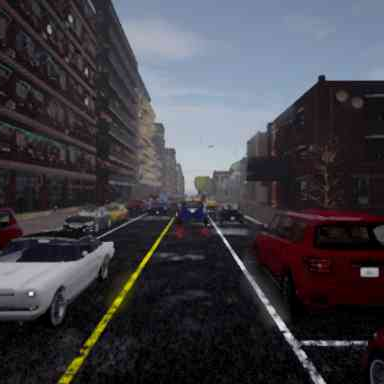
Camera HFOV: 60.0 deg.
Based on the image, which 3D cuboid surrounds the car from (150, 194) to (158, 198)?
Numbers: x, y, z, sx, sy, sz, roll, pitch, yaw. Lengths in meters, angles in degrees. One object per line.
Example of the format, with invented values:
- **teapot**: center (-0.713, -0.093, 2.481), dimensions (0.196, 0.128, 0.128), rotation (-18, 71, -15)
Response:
- **car**: center (-5.711, 1.327, 40.659), dimensions (1.967, 1.590, 4.097), rotation (0, 0, 0)

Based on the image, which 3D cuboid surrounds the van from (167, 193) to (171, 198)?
- **van**: center (-5.727, 1.176, 68.356), dimensions (1.690, 1.788, 3.998), rotation (0, 0, 0)

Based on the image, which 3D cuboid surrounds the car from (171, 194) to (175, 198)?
- **car**: center (-5.733, 1.137, 79.435), dimensions (2.192, 1.841, 5.009), rotation (0, 0, 0)

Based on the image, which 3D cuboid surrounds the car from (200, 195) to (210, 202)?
- **car**: center (2.653, 1.360, 68.531), dimensions (1.752, 1.417, 4.829), rotation (0, 0, 0)

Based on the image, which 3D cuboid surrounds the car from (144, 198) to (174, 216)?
- **car**: center (-3.057, 1.509, 31.851), dimensions (1.895, 1.301, 4.718), rotation (0, 0, 0)

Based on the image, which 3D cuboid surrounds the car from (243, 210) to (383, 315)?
- **car**: center (2.689, 1.291, 7.429), dimensions (2.192, 1.841, 5.009), rotation (0, 0, 0)

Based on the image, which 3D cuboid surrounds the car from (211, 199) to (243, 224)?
- **car**: center (2.679, 1.479, 24.047), dimensions (2.008, 1.369, 4.403), rotation (0, 0, 0)

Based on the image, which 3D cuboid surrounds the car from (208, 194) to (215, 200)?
- **car**: center (2.666, 1.400, 46.374), dimensions (1.752, 1.417, 4.829), rotation (0, 0, 0)

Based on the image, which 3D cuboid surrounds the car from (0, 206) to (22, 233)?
- **car**: center (-5.692, 1.290, 7.424), dimensions (2.192, 1.841, 5.009), rotation (0, 0, 0)

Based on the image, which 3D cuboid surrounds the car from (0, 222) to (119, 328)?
- **car**: center (-3.089, 1.578, 7.054), dimensions (1.895, 1.301, 4.718), rotation (0, 0, 0)

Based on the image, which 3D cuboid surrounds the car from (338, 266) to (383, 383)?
- **car**: center (2.691, 1.575, 1.891), dimensions (1.802, 1.307, 4.206), rotation (0, 0, 0)

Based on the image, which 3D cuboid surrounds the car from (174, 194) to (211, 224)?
- **car**: center (0.047, 1.279, 24.208), dimensions (2.097, 1.767, 4.553), rotation (0, 0, 0)

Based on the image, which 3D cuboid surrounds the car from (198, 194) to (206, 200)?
- **car**: center (2.641, 1.251, 90.519), dimensions (1.967, 1.590, 4.097), rotation (0, 0, 0)

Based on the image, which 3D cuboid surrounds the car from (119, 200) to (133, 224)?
- **car**: center (-5.702, 1.453, 23.872), dimensions (1.752, 1.417, 4.829), rotation (0, 0, 0)

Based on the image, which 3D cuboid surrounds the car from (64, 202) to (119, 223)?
- **car**: center (-5.699, 1.493, 18.503), dimensions (2.008, 1.369, 4.403), rotation (0, 0, 0)

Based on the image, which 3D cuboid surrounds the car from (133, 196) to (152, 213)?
- **car**: center (-5.708, 1.444, 35.121), dimensions (1.887, 1.381, 4.507), rotation (0, 0, 0)

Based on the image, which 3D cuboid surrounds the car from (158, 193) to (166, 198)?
- **car**: center (-5.717, 1.178, 51.738), dimensions (2.192, 1.841, 5.009), rotation (0, 0, 0)

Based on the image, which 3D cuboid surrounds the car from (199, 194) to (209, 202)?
- **car**: center (2.650, 1.269, 73.900), dimensions (1.967, 1.590, 4.097), rotation (0, 0, 0)

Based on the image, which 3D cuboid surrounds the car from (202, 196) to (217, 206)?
- **car**: center (2.662, 1.414, 51.744), dimensions (2.008, 1.369, 4.403), rotation (0, 0, 0)
